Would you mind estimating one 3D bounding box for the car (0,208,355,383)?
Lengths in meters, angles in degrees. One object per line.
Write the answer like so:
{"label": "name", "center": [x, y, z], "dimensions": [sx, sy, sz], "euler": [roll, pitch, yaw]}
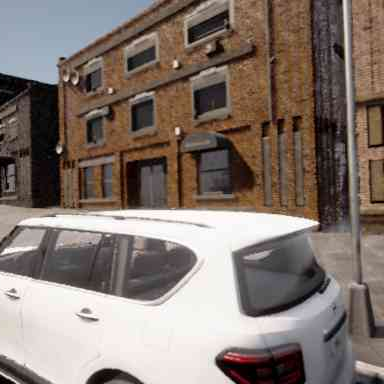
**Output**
{"label": "car", "center": [-1.086, 1.228, 4.091], "dimensions": [5.566, 2.045, 2.435], "euler": [0, 0, 35]}
